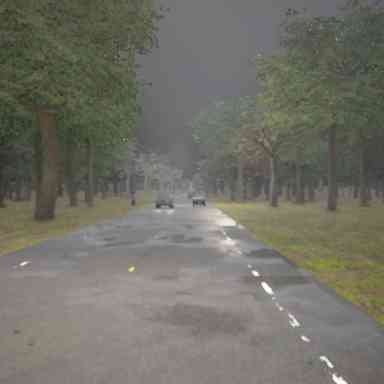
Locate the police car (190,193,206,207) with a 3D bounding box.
[{"bbox_3d":[1.053,1.328,49.905,1.930,1.638,5.238,0,0,0],"label":"police car"}]

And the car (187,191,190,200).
[{"bbox_3d":[0.006,0.880,85.445,2.150,2.045,5.566,0,0,0],"label":"car"}]

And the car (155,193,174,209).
[{"bbox_3d":[-3.576,1.144,44.081,2.150,2.045,5.566,0,0,0],"label":"car"}]

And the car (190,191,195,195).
[{"bbox_3d":[1.054,1.191,65.768,2.097,1.767,4.553,0,0,0],"label":"car"}]
